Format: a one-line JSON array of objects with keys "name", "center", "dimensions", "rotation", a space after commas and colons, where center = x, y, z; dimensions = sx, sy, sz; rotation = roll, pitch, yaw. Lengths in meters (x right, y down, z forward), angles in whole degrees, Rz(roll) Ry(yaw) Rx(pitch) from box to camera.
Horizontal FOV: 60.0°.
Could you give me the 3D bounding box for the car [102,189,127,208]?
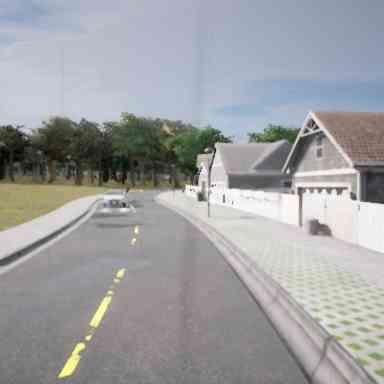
[{"name": "car", "center": [-6.626, 0.498, 28.530], "dimensions": [1.812, 1.442, 4.674], "rotation": [0, 2, -12]}]
